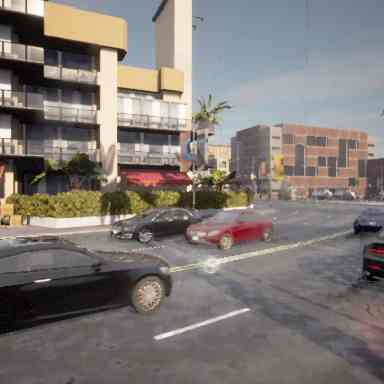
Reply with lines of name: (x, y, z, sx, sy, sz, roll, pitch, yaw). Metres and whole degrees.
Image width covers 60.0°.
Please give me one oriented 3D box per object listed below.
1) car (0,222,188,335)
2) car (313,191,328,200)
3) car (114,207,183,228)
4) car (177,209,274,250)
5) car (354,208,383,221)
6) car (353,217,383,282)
car: (-2.560, 1.520, 5.906, 4.674, 1.442, 1.812, 0, 0, -36)
car: (34.339, 1.210, 86.109, 2.185, 1.767, 4.553, 0, 0, -24)
car: (-1.553, 1.492, 16.048, 4.892, 1.490, 1.837, 0, 0, -43)
car: (1.793, 1.516, 14.397, 4.674, 1.442, 1.812, 0, 0, -44)
car: (10.365, 1.556, 18.295, 1.994, 1.385, 4.181, 0, 0, 40)
car: (6.109, 1.501, 8.663, 4.892, 1.490, 1.837, 0, 0, -42)
